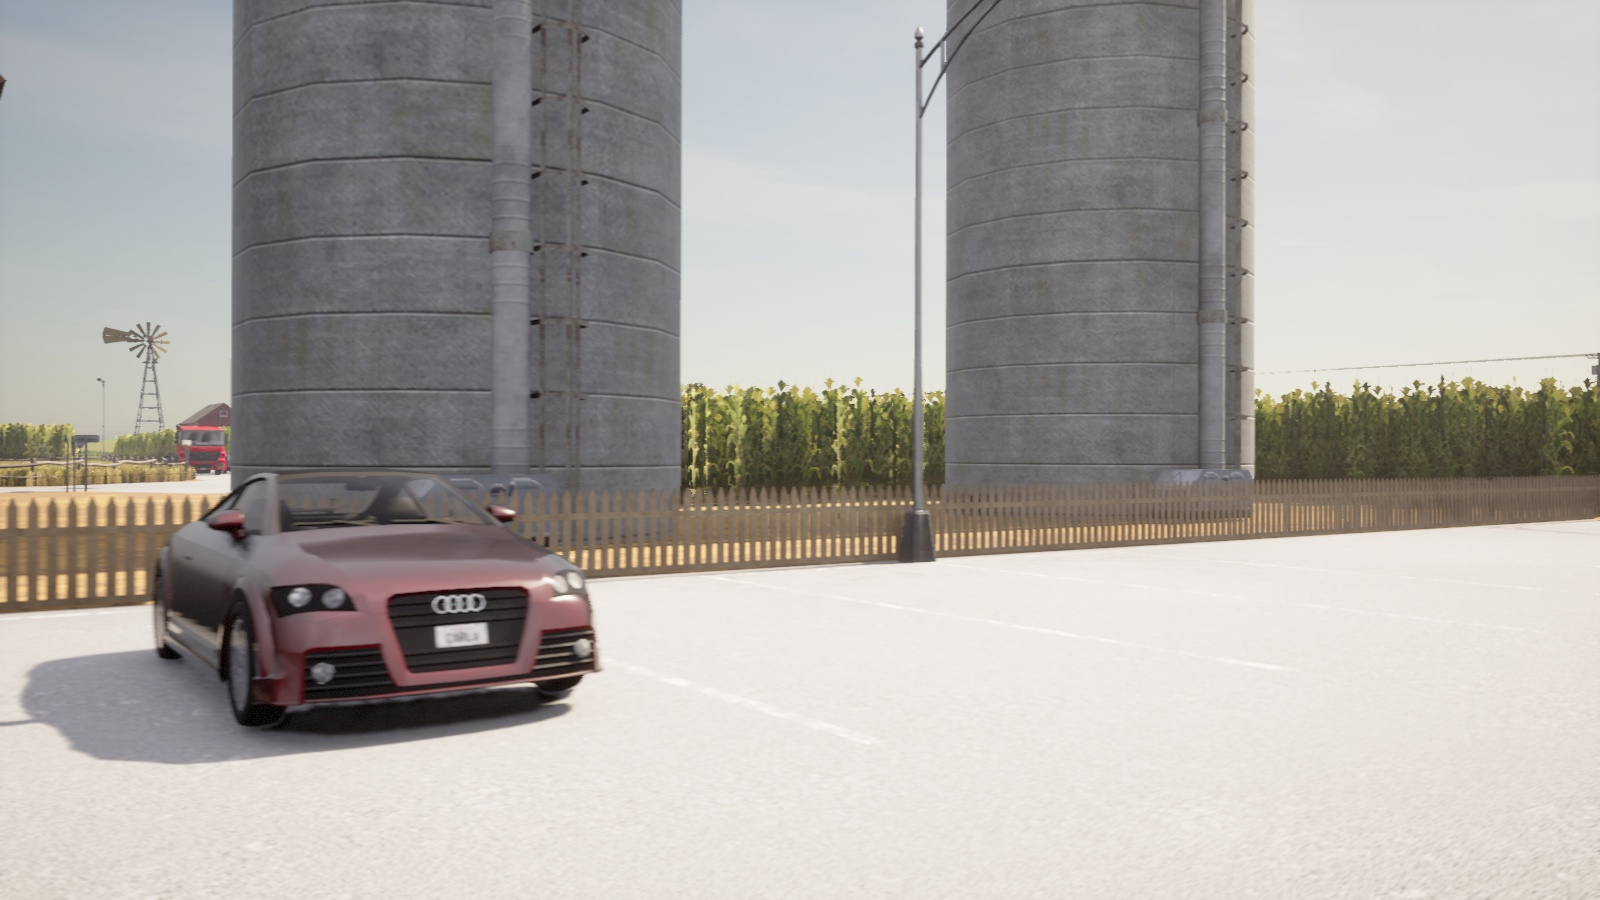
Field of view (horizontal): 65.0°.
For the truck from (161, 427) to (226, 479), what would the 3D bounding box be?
[{"bbox_3d":[-42.639,0.184,88.159,2.891,3.462,7.936,0,0,-35],"label":"truck"}]
